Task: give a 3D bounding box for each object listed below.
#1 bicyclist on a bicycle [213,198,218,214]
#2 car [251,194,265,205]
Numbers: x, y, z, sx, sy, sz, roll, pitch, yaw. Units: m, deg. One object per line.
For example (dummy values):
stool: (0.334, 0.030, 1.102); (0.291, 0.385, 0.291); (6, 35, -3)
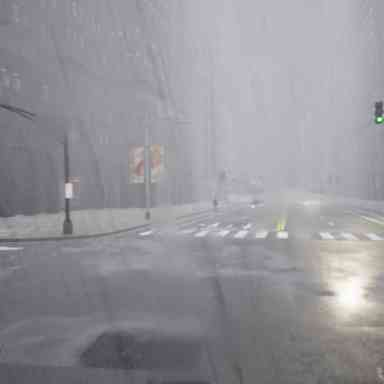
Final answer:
bicyclist on a bicycle: (2.495, 1.497, 35.675); (0.582, 1.620, 1.656); (-1, 0, 17)
car: (11.847, 1.449, 59.228); (1.882, 1.535, 5.008); (-1, 0, 17)
